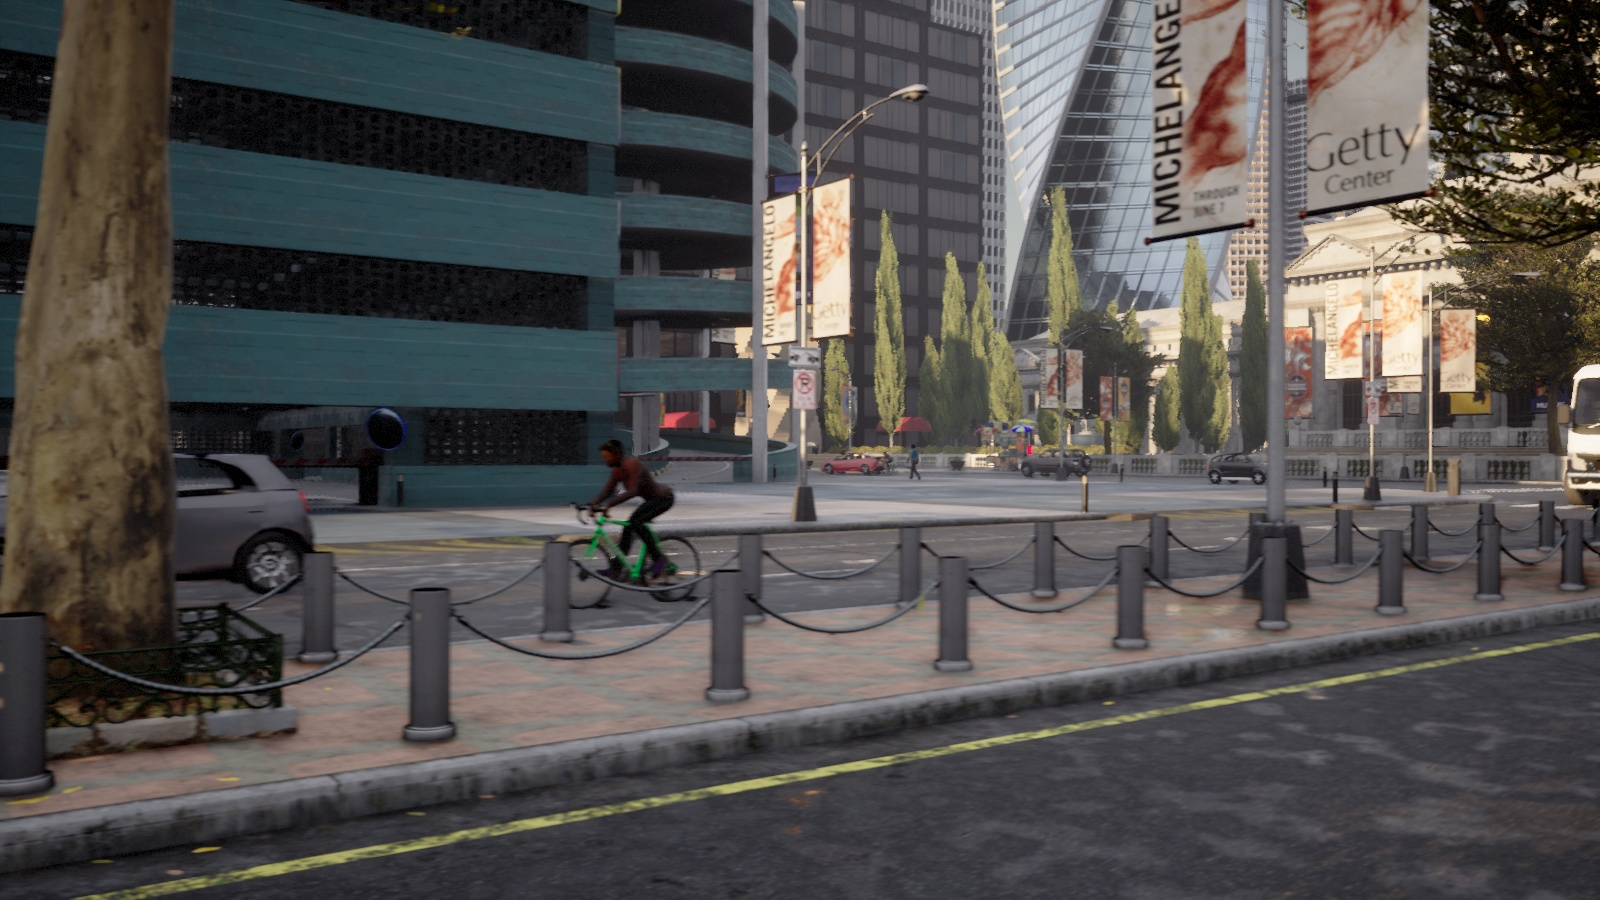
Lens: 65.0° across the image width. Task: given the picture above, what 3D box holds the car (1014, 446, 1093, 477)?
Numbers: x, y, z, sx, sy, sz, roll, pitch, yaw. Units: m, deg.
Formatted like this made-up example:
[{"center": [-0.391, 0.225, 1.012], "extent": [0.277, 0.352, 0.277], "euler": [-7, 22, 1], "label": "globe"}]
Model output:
[{"center": [15.621, 0.719, 77.648], "extent": [1.932, 1.855, 4.605], "euler": [0, 0, -39], "label": "car"}]

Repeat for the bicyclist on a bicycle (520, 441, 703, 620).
[{"center": [-1.805, 0.731, 12.151], "extent": [1.656, 1.620, 0.582], "euler": [0, 0, -35], "label": "bicyclist on a bicycle"}]

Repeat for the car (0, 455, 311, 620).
[{"center": [-7.091, 0.805, 12.734], "extent": [3.633, 1.501, 1.845], "euler": [0, 0, -35], "label": "car"}]

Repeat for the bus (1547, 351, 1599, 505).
[{"center": [25.580, -0.591, 38.550], "extent": [3.944, 4.253, 10.273], "euler": [0, 0, 34], "label": "bus"}]

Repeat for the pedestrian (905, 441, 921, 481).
[{"center": [5.609, 0.543, 62.423], "extent": [0.396, 1.930, 0.692], "euler": [0, 0, -37], "label": "pedestrian"}]

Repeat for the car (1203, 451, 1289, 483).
[{"center": [22.166, 0.830, 62.501], "extent": [1.789, 1.549, 3.705], "euler": [0, 0, -35], "label": "car"}]

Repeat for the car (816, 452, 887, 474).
[{"center": [3.555, 0.899, 87.458], "extent": [4.514, 1.525, 2.007], "euler": [0, 0, 30], "label": "car"}]
